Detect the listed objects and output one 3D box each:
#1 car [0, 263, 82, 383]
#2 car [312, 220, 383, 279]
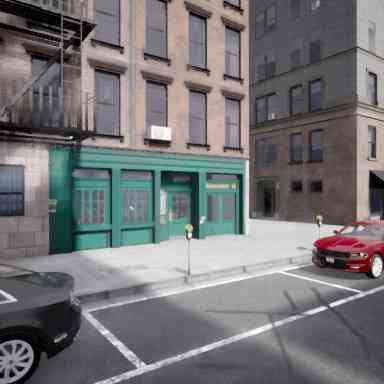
[{"bbox_3d":[-3.525,1.551,3.679,4.403,1.369,2.008,0,0,-35],"label":"car"},{"bbox_3d":[5.464,1.544,10.056,4.507,1.381,1.887,0,0,-35],"label":"car"}]
